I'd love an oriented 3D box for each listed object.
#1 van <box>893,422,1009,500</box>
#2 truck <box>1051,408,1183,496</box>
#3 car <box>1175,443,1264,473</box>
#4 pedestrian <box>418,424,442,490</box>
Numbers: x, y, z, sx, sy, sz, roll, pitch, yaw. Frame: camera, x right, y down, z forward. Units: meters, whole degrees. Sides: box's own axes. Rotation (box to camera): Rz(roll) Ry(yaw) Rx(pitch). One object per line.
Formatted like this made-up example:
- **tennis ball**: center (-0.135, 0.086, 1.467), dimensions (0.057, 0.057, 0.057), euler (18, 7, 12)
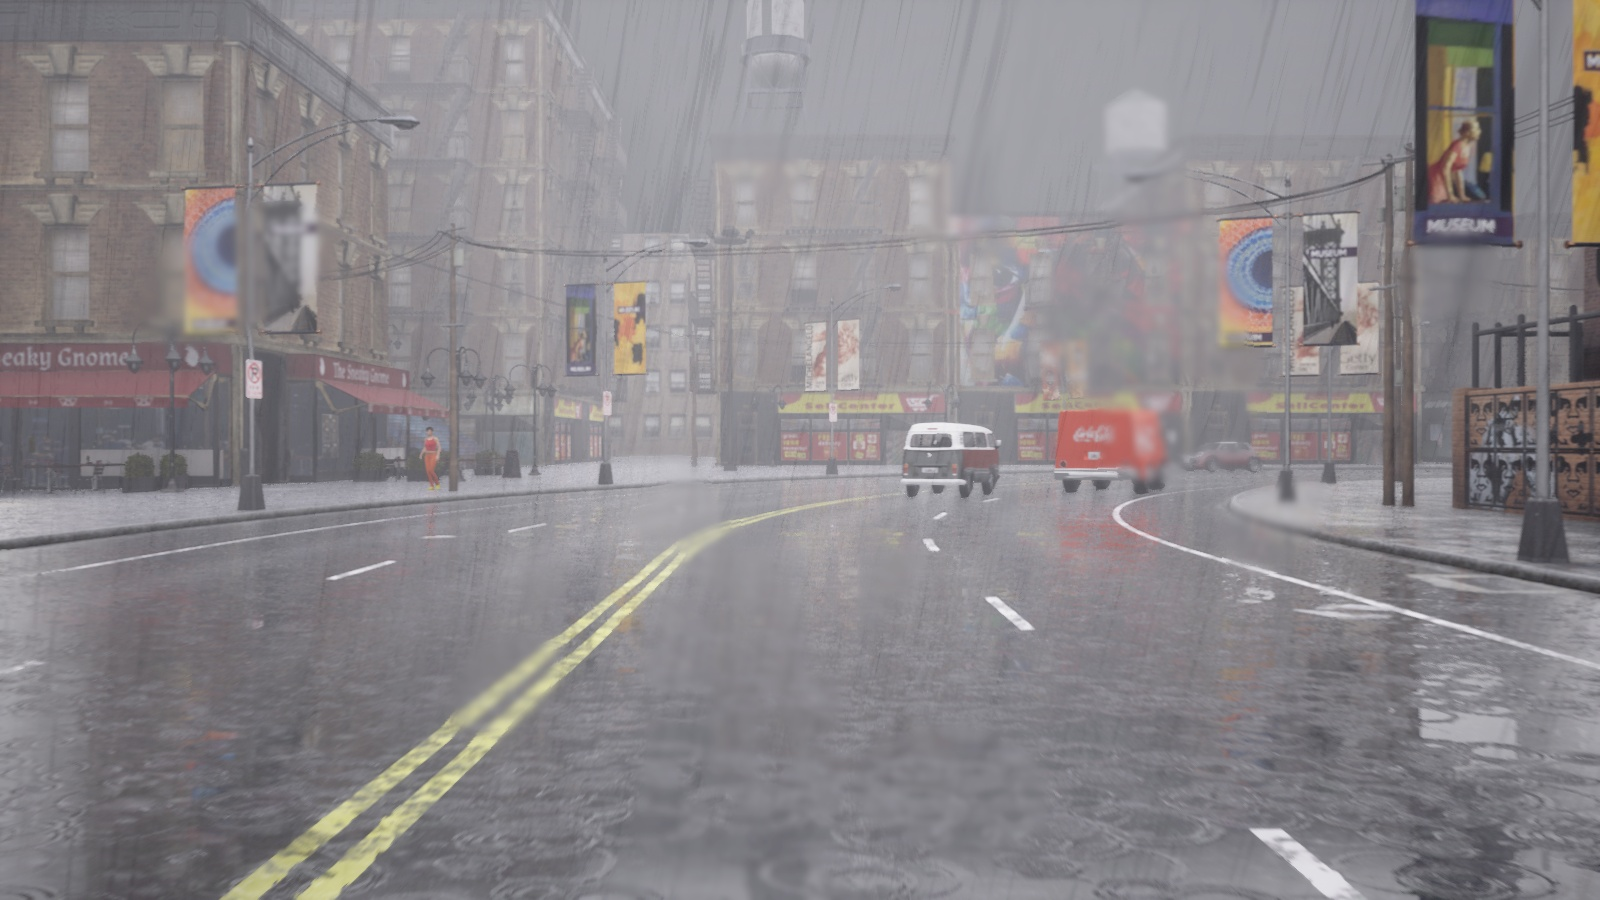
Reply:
- **van**: center (4.327, 0.274, 35.363), dimensions (2.069, 2.038, 4.480), euler (0, 0, 23)
- **truck**: center (9.713, 0.052, 38.173), dimensions (2.627, 2.467, 5.204), euler (0, 0, 29)
- **car**: center (20.657, 0.380, 61.831), dimensions (3.806, 1.475, 1.970), euler (0, 0, -22)
- **pedestrian**: center (-10.487, 0.194, 35.592), dimensions (0.345, 1.836, 0.594), euler (0, 0, 20)
